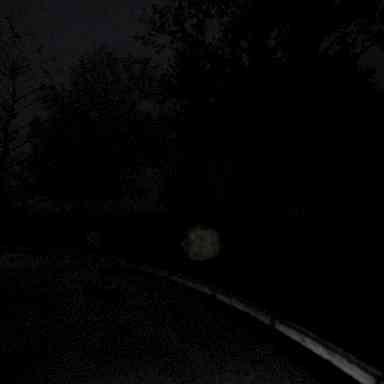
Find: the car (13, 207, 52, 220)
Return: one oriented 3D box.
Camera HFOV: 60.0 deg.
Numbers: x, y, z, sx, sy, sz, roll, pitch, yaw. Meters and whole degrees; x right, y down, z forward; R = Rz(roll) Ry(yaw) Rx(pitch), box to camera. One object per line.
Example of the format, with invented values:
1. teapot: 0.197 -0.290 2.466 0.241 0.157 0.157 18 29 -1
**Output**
1. car: -17.939 2.309 35.641 5.357 1.411 2.033 -1 -1 -30
